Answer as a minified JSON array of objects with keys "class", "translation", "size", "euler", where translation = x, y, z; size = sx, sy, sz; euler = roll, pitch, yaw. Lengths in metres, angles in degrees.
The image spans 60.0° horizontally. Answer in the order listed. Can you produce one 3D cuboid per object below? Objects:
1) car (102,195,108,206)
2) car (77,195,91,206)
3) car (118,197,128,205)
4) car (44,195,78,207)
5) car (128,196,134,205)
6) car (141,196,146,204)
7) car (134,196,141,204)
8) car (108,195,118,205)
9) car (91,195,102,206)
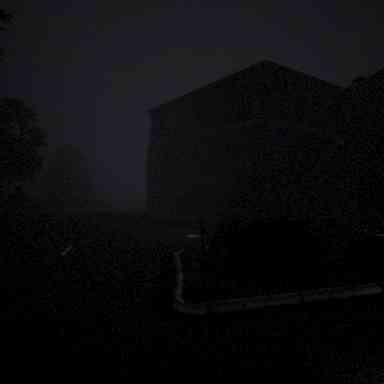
[{"class":"car","translation":[-19.322,1.767,64.677],"size":[4.553,1.767,2.185],"euler":[1,-1,2]},{"class":"car","translation":[-21.517,1.500,59.154],"size":[5.566,2.045,2.435],"euler":[1,-1,1]},{"class":"car","translation":[-17.015,1.762,70.187],"size":[5.566,2.045,2.435],"euler":[1,-1,2]},{"class":"car","translation":[-22.574,1.682,56.383],"size":[4.892,1.521,2.231],"euler":[1,-1,1]},{"class":"car","translation":[-15.875,1.933,72.928],"size":[4.553,1.767,2.185],"euler":[1,0,2]},{"class":"car","translation":[-13.618,1.866,78.406],"size":[5.566,2.045,2.435],"euler":[1,0,3]},{"class":"car","translation":[-14.786,2.122,75.668],"size":[4.792,1.488,2.163],"euler":[1,0,3]},{"class":"car","translation":[-18.365,1.952,67.424],"size":[5.366,1.575,1.946],"euler":[1,-1,2]},{"class":"car","translation":[-20.364,1.572,61.925],"size":[5.566,2.045,2.435],"euler":[1,-1,2]}]
